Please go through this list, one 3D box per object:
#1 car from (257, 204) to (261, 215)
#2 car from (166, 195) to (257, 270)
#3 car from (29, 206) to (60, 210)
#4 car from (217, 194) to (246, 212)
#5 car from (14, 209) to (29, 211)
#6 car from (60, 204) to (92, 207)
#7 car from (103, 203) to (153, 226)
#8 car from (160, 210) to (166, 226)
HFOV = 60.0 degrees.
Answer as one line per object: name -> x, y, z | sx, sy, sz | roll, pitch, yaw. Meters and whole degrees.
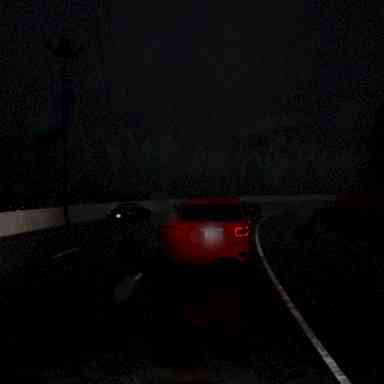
car -> 4.946, 1.460, 29.320 | 1.895, 1.301, 4.718 | 0, 0, 19
car -> 0.777, 1.168, 11.066 | 2.150, 2.045, 5.566 | 0, 0, 6
car -> -12.869, 1.419, 31.638 | 1.994, 1.385, 4.181 | 0, 0, 17
car -> 4.491, 1.171, 37.565 | 2.097, 1.767, 4.553 | 0, 0, 22
car -> -15.965, 1.512, 33.554 | 1.895, 1.301, 4.718 | 0, 0, 17
car -> -9.414, 1.403, 31.010 | 2.033, 1.411, 5.357 | 0, 0, 17
car -> -4.144, 1.457, 22.791 | 1.994, 1.385, 4.181 | 0, 0, 13
car -> -0.676, 1.459, 22.123 | 1.994, 1.385, 4.181 | 0, 0, 13
